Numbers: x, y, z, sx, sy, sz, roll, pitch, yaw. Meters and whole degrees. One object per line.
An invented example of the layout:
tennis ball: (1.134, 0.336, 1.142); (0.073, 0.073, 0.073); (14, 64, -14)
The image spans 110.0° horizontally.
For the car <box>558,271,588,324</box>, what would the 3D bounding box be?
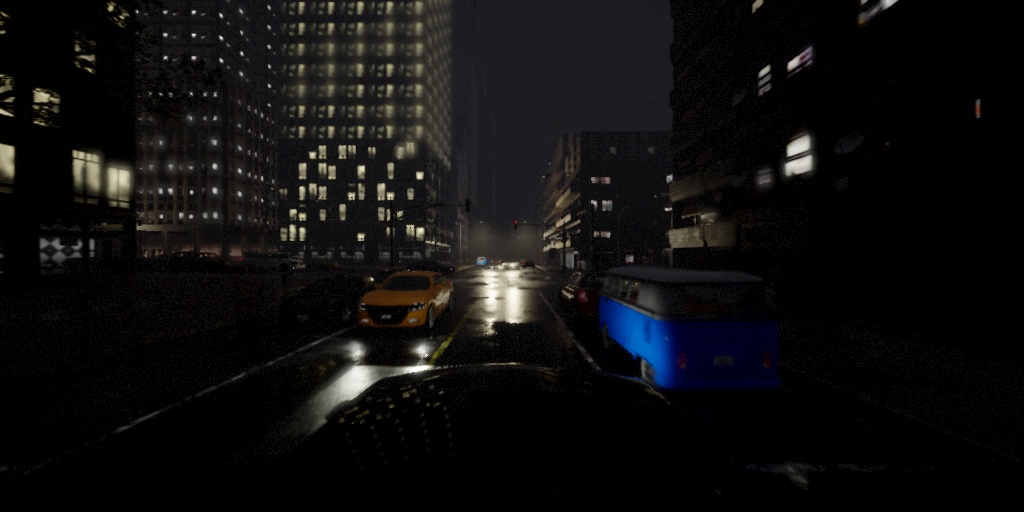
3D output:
car: (2.686, 1.183, 11.939); (1.967, 1.591, 4.097); (0, 0, 0)

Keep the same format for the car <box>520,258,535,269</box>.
car: (2.671, 1.287, 56.829); (1.948, 1.339, 4.313); (0, 0, 0)

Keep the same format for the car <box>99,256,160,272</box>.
car: (-33.016, 0.720, 31.677); (4.313, 1.339, 1.948); (0, 0, -1)

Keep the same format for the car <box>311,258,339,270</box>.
car: (-22.059, 0.858, 40.273); (4.829, 1.417, 1.751); (0, 0, -1)

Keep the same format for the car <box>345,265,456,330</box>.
car: (-3.090, 1.221, 11.323); (1.882, 1.535, 5.008); (0, 0, 0)

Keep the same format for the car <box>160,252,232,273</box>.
car: (-27.397, 0.573, 31.742); (5.009, 1.841, 2.192); (0, 0, -1)

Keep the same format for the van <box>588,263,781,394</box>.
van: (2.688, 1.088, 6.388); (1.690, 1.789, 3.998); (0, 0, 0)

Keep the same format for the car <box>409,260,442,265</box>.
car: (-7.725, 1.148, 34.659); (4.674, 1.442, 1.812); (1, 0, -1)

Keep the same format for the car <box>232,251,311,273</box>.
car: (-22.989, 0.593, 34.465); (5.566, 2.045, 2.150); (2, 0, -1)

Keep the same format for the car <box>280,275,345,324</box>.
car: (-5.694, 1.309, 11.935); (1.948, 1.339, 4.313); (0, 0, 0)
